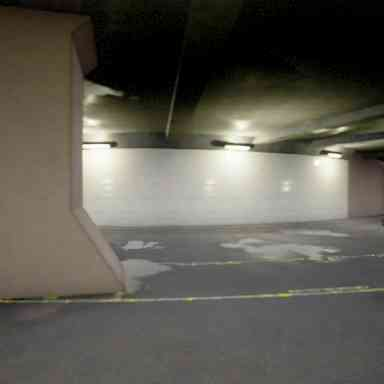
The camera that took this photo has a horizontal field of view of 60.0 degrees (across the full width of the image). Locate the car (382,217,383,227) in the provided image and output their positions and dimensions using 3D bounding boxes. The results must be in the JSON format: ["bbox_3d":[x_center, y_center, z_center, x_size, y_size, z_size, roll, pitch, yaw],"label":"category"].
[{"bbox_3d":[14.665,1.708,22.555,4.892,1.490,1.837,0,0,-40],"label":"car"}]
